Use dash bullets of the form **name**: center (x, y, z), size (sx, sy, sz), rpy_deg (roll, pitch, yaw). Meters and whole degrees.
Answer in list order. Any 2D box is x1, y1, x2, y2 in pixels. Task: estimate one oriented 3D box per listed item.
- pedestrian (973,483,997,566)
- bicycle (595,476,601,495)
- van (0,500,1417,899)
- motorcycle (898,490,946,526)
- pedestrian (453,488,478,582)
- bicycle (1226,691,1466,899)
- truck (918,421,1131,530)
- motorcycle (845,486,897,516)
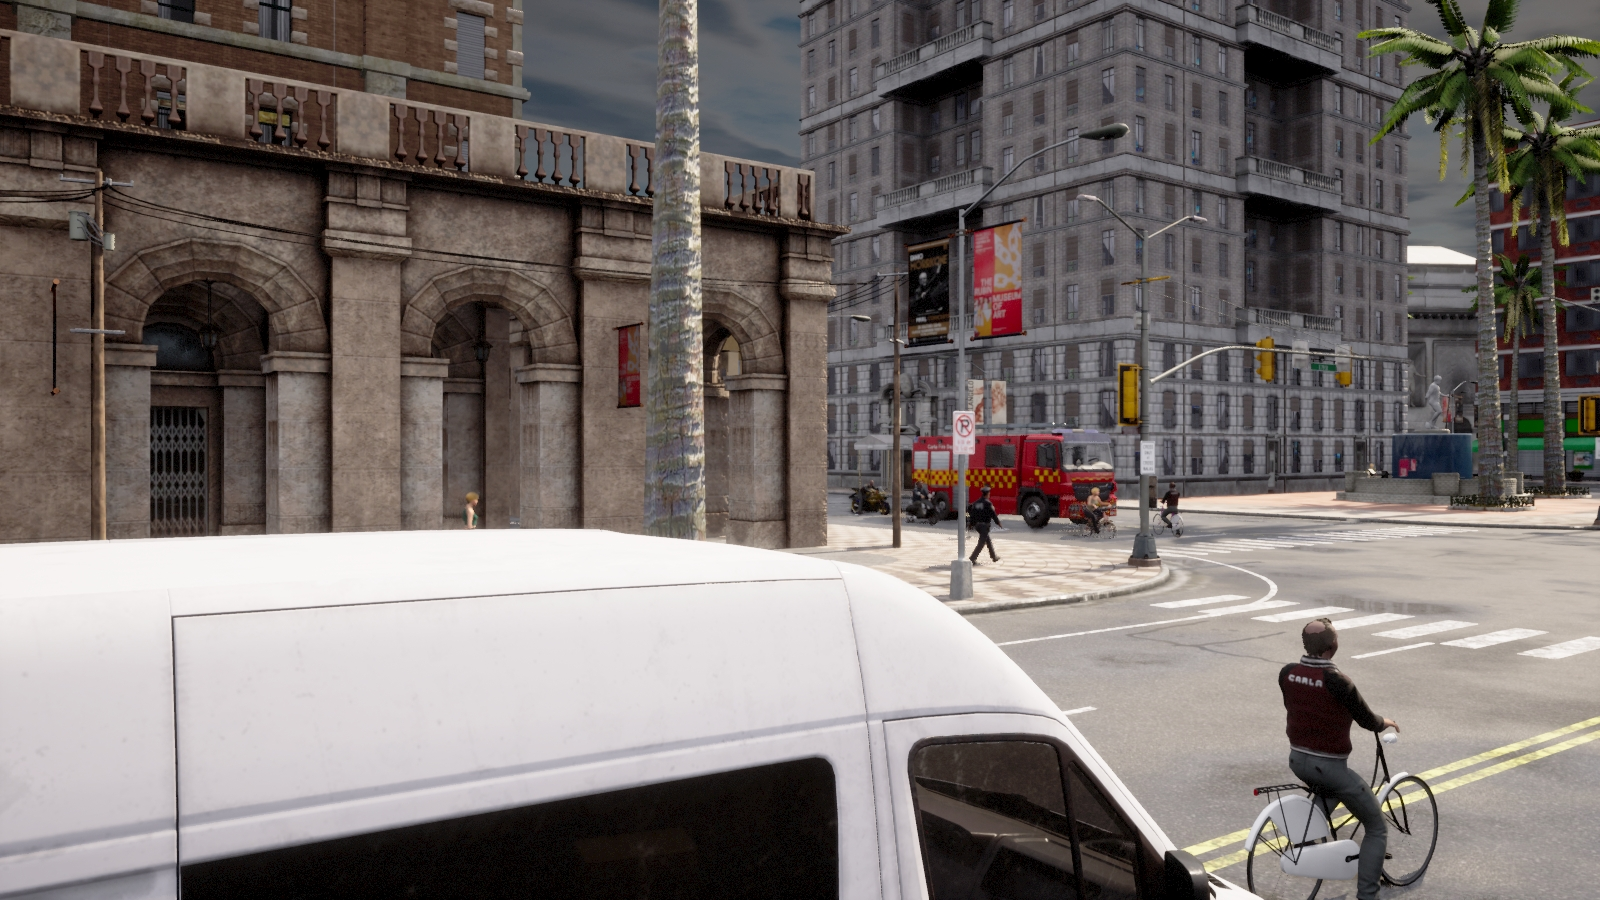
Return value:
- **pedestrian**: center (4.217, 1.696, 26.033), size (0.375, 1.860, 0.375), rpy_deg (0, 0, -34)
- **bicycle**: center (-12.612, 2.210, 71.312), size (0.329, 1.171, 1.835), rpy_deg (0, 0, -13)
- **van**: center (-0.760, 1.534, 3.254), size (5.915, 2.561, 1.988), rpy_deg (0, 0, -35)
- **motorcycle**: center (4.604, 2.182, 43.244), size (0.856, 1.236, 1.805), rpy_deg (0, 0, -35)
- **pedestrian**: center (-6.744, 1.698, 23.050), size (0.375, 1.860, 0.375), rpy_deg (0, 0, -35)
- **bicycle**: center (3.417, 2.210, 7.085), size (1.835, 1.171, 0.329), rpy_deg (0, 0, -29)
- **truck**: center (8.452, 0.890, 44.320), size (2.891, 3.827, 8.468), rpy_deg (0, 0, -35)
- **motorcycle**: center (3.065, 2.205, 49.743), size (2.209, 1.251, 0.867), rpy_deg (0, 0, 44)
